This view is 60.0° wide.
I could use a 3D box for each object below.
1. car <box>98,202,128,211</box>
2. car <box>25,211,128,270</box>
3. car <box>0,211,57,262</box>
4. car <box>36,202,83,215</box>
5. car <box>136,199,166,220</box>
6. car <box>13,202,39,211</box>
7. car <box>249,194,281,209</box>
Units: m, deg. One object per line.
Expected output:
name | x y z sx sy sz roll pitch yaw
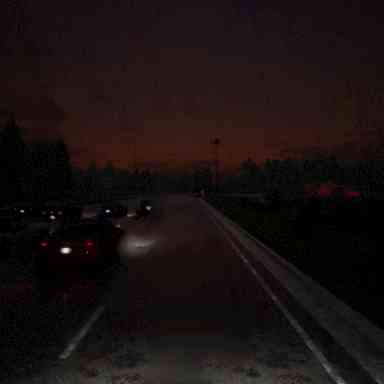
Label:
car | -6.916 1.550 29.366 1.994 1.385 4.181 0 0 0
car | -3.426 1.559 11.074 1.994 1.385 4.181 0 0 0
car | -6.921 1.595 12.089 1.895 1.301 4.718 0 0 0
car | -10.422 1.588 27.080 1.895 1.301 4.718 0 0 0
car | -3.419 1.338 28.470 2.097 1.767 4.553 0 0 0
car | -13.916 1.550 29.301 1.994 1.385 4.181 0 0 0
car | 8.919 1.192 40.608 3.866 1.878 1.905 0 0 0
